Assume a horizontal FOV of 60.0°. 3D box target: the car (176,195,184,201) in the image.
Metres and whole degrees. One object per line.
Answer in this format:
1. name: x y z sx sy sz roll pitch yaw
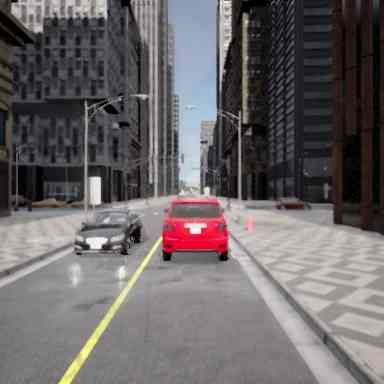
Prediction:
1. car: -2.993 1.515 82.592 1.882 1.535 5.008 0 0 0

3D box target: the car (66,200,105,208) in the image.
1. car: -15.013 1.588 47.810 4.829 1.417 1.752 0 0 0

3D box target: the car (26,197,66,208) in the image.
1. car: -20.614 1.603 47.844 4.829 1.417 1.752 0 0 0

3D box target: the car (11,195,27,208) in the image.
1. car: -26.046 1.407 47.878 5.009 1.841 2.192 0 0 0

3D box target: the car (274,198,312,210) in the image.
1. car: 11.898 1.401 39.119 4.097 1.590 1.967 0 0 0

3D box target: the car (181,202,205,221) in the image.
1. car: 0.104 1.607 28.452 1.895 1.301 4.718 0 0 0

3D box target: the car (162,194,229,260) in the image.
1. car: 0.103 1.227 12.570 2.150 2.045 5.566 0 0 0

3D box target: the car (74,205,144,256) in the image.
1. car: -3.096 1.495 13.179 2.128 1.511 4.902 0 0 0
